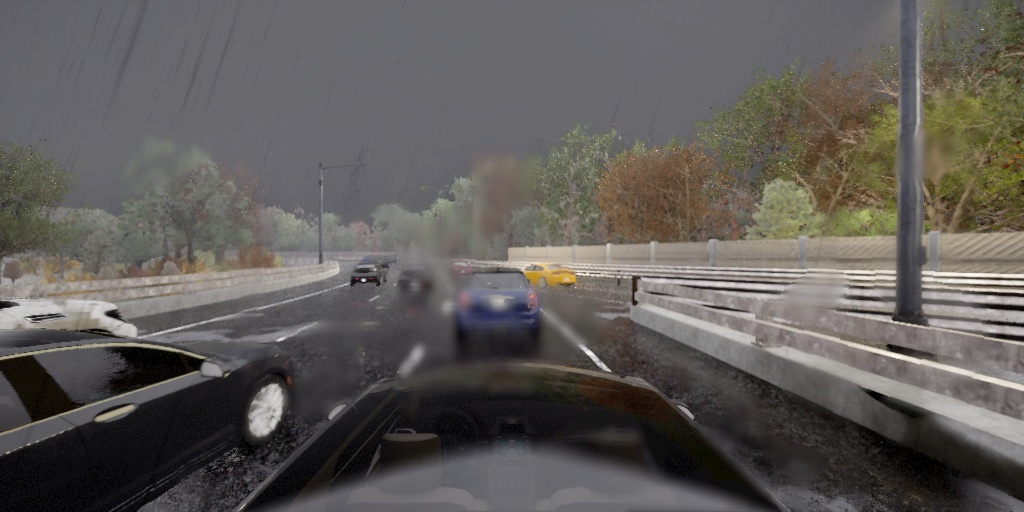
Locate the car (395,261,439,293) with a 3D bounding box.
[{"bbox_3d":[-5.427,1.230,20.896,1.837,1.490,4.892,0,0,-10],"label":"car"}]

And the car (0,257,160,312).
[{"bbox_3d":[-6.974,0.969,3.197,2.150,2.045,5.566,0,0,0],"label":"car"}]

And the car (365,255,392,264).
[{"bbox_3d":[-17.725,0.912,47.313,2.150,2.045,5.566,0,0,-26],"label":"car"}]

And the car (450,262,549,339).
[{"bbox_3d":[-0.461,1.090,10.255,2.097,1.767,4.553,0,0,-5],"label":"car"}]

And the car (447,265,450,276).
[{"bbox_3d":[-4.730,1.235,33.000,1.812,1.442,4.674,0,0,-16],"label":"car"}]

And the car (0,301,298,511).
[{"bbox_3d":[-3.502,1.254,2.342,1.837,1.490,4.892,0,0,0],"label":"car"}]

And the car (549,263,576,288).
[{"bbox_3d":[1.888,1.200,22.697,1.882,1.535,5.008,0,0,-32],"label":"car"}]

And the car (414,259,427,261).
[{"bbox_3d":[-11.616,1.245,42.262,2.033,1.411,5.357,0,0,-22],"label":"car"}]

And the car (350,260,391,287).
[{"bbox_3d":[-9.773,1.225,24.662,1.837,1.490,4.892,0,0,-13],"label":"car"}]
